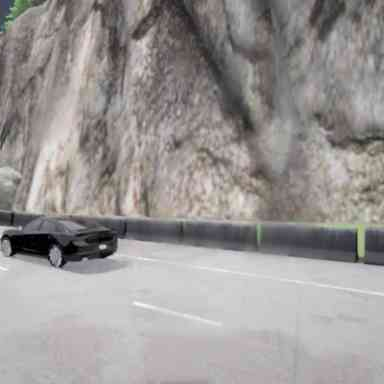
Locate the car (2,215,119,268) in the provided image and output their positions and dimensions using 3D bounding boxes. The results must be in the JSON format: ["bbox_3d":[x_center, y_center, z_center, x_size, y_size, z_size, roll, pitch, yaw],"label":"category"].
[{"bbox_3d":[-4.751,1.553,11.651,5.008,1.535,1.882,0,0,36],"label":"car"}]
